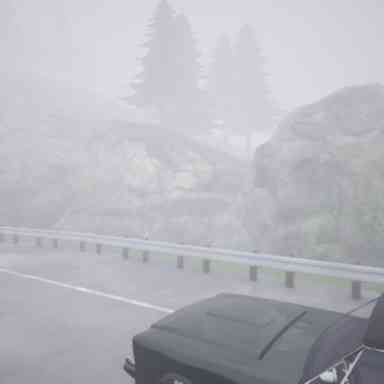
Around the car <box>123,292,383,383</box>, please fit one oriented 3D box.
[{"bbox_3d":[1.659,1.594,2.719,4.718,1.301,1.895,0,0,35],"label":"car"}]
